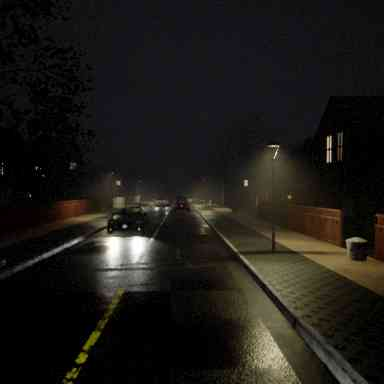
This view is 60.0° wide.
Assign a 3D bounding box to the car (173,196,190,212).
[{"bbox_3d":[-1.197,1.537,38.189,2.033,1.411,5.357,0,0,-2],"label":"car"}]

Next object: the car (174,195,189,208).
[{"bbox_3d":[-1.568,1.340,48.740,2.097,1.767,4.553,0,0,-2],"label":"car"}]

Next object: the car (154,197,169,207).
[{"bbox_3d":[-4.595,1.513,50.857,1.812,1.442,4.674,0,0,-2],"label":"car"}]

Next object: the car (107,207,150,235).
[{"bbox_3d":[-3.461,1.559,18.760,1.994,1.385,4.181,0,0,-2],"label":"car"}]

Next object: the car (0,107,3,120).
[{"bbox_3d":[-5.559,-1.007,5.833,1.535,1.882,5.008,42,18,-6],"label":"car"}]
